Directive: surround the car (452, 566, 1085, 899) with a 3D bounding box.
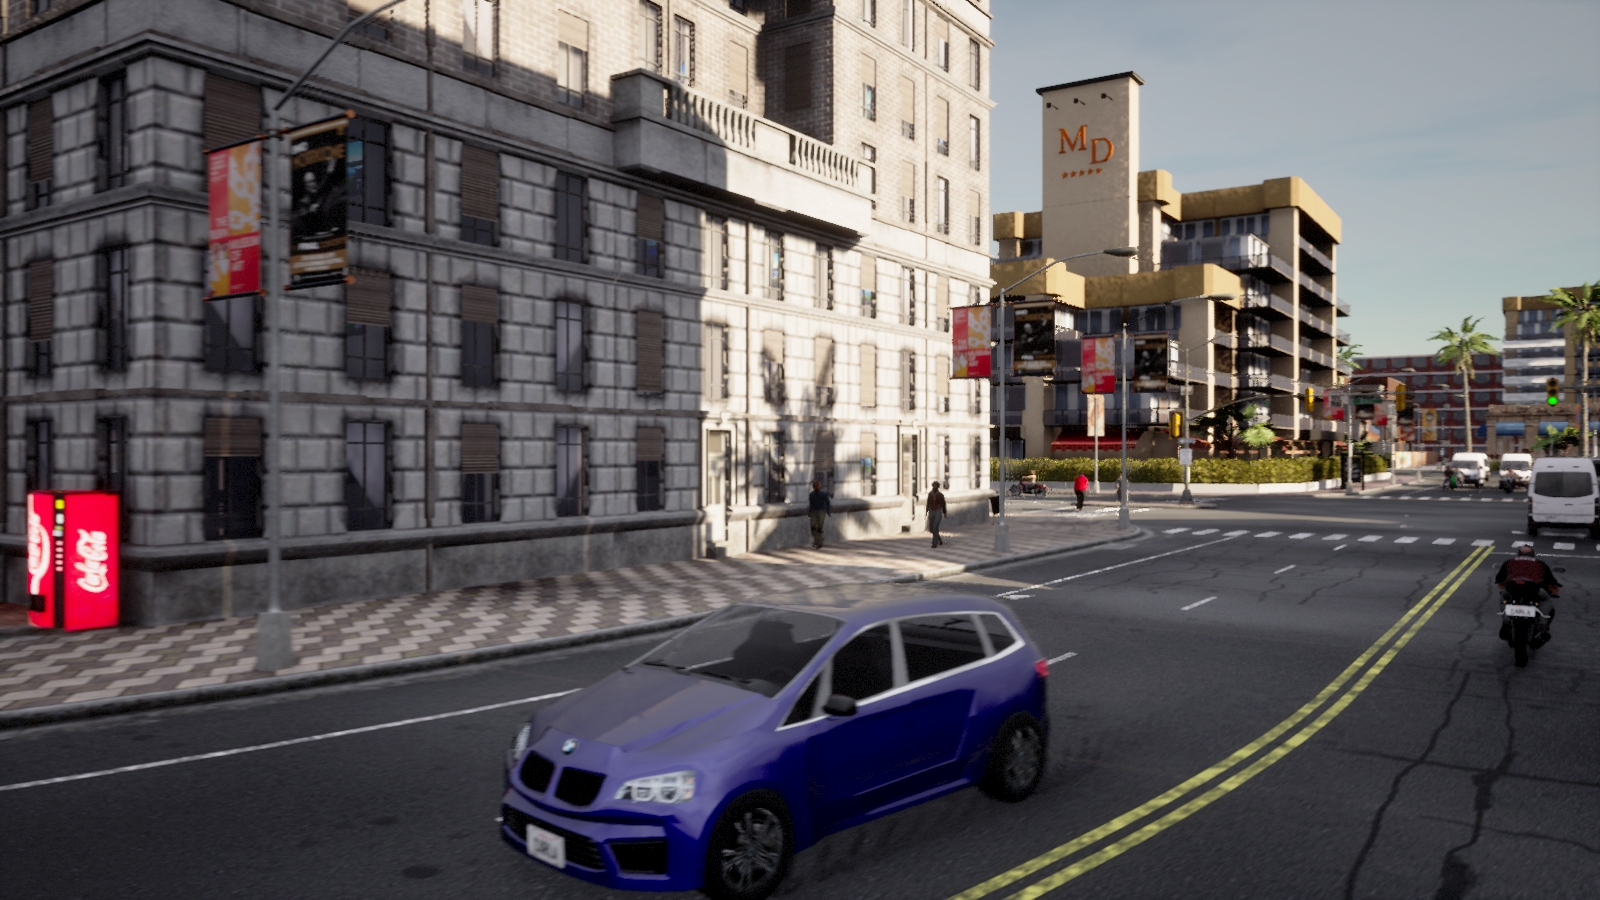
[{"bbox_3d":[-0.004,1.971,8.802,2.242,1.667,4.611,0,0,44],"label":"car"}]

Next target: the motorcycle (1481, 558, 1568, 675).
[{"bbox_3d":[9.891,2.209,15.551,0.867,1.251,2.209,0,0,36],"label":"motorcycle"}]

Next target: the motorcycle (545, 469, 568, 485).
[{"bbox_3d":[-20.027,2.231,94.015,0.856,1.236,1.805,0,0,32],"label":"motorcycle"}]

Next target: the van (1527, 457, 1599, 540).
[{"bbox_3d":[26.059,1.544,38.923,1.988,2.561,5.915,0,0,35],"label":"van"}]

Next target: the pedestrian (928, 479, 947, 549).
[{"bbox_3d":[3.712,1.709,30.797,0.375,1.860,0.375,0,0,30],"label":"pedestrian"}]

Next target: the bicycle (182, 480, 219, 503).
[{"bbox_3d":[-32.751,2.250,62.455,0.329,1.171,1.835,0,0,36],"label":"bicycle"}]

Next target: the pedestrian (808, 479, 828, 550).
[{"bbox_3d":[0.482,1.710,30.526,0.375,1.860,0.375,0,0,32],"label":"pedestrian"}]

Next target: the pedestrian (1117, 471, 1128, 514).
[{"bbox_3d":[14.162,1.867,50.174,0.375,1.860,0.375,0,0,34],"label":"pedestrian"}]

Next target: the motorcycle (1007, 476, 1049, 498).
[{"bbox_3d":[13.667,2.197,68.435,2.356,1.277,0.764,0,0,37],"label":"motorcycle"}]

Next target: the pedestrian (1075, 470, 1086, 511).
[{"bbox_3d":[12.907,1.868,52.515,0.375,1.860,0.375,0,0,34],"label":"pedestrian"}]
